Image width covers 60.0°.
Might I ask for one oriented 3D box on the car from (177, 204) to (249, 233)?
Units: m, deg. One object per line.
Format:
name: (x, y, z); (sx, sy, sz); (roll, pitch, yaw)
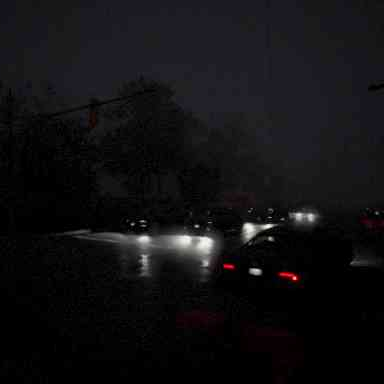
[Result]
car: (1.333, 1.593, 18.983); (1.994, 1.385, 4.181); (0, 0, 33)

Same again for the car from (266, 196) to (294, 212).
car: (10.657, 1.432, 40.055); (2.097, 1.767, 4.553); (0, -1, 32)

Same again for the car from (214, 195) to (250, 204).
car: (3.485, 1.264, 28.707); (2.150, 2.045, 5.566); (0, 0, 33)

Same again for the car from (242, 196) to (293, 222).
car: (6.084, 1.384, 26.276); (2.097, 1.767, 4.553); (0, 0, 33)

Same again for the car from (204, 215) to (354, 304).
car: (2.634, 1.553, 8.323); (2.033, 1.411, 5.357); (0, 0, 35)

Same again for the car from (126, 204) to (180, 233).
car: (-1.903, 1.546, 20.453); (1.837, 1.490, 4.892); (0, 0, 35)

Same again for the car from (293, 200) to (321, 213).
car: (13.037, 1.624, 37.270); (1.994, 1.385, 4.181); (0, 0, 32)

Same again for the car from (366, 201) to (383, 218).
car: (16.784, 1.549, 29.920); (1.812, 1.442, 4.674); (0, 0, 32)
